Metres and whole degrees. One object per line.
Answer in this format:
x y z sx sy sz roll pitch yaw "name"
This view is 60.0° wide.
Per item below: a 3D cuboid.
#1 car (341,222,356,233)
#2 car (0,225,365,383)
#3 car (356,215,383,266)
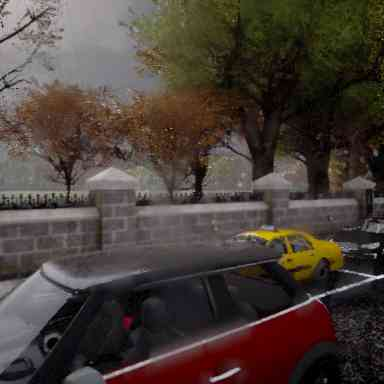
1.606 1.484 7.713 4.829 1.417 1.752 -1 0 -36 "car"
-0.781 1.345 2.822 4.553 1.767 2.097 -1 0 -36 "car"
6.325 1.468 11.086 4.403 1.369 2.008 -1 0 -36 "car"
